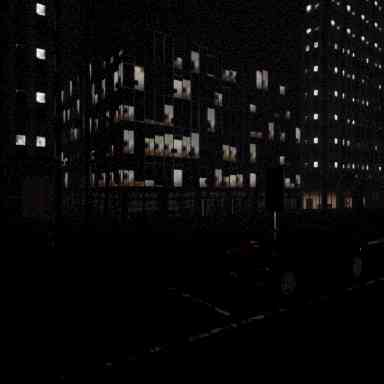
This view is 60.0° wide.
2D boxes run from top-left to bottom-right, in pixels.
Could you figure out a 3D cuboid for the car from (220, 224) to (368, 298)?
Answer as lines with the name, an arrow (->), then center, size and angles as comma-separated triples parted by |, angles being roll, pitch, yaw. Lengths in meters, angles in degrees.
car -> 2.728, 1.545, 8.507 | 4.507, 1.381, 1.887 | 0, 0, -36
